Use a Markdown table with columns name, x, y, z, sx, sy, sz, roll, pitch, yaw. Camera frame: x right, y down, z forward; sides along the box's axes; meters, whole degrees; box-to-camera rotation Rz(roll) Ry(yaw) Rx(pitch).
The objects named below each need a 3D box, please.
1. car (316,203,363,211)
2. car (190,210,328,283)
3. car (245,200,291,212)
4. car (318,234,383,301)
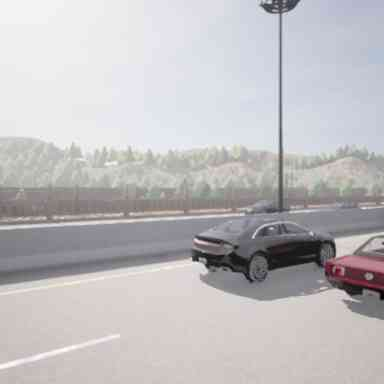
| name | x | y | z | sx | sy | sz | roll | pitch | yaw |
| --- | --- | --- | --- | --- | --- | --- | --- | --- | --- |
| car | 10.926 | 1.512 | 24.560 | 5.357 | 1.411 | 2.033 | 0 | 0 | -35 |
| car | 2.240 | 1.481 | 9.642 | 4.902 | 1.511 | 2.128 | 0 | 0 | -35 |
| car | 6.956 | 1.464 | 30.326 | 4.902 | 1.511 | 2.128 | 0 | 0 | -35 |
| car | 5.093 | 1.588 | 7.379 | 4.718 | 1.301 | 1.895 | 0 | 0 | -35 |
